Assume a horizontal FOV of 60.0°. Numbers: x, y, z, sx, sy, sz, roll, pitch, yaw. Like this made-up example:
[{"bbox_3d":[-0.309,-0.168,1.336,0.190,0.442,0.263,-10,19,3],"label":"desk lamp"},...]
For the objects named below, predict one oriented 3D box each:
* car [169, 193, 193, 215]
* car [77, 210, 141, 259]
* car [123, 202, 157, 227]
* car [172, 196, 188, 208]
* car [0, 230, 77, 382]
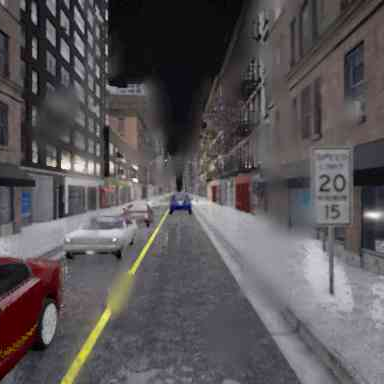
[{"bbox_3d":[-1.115,1.135,33.393,2.150,2.045,5.566,0,0,-1],"label":"car"},{"bbox_3d":[-3.269,1.586,12.645,1.895,1.301,4.718,0,0,-2],"label":"car"},{"bbox_3d":[-3.616,1.487,22.591,1.812,1.442,4.674,0,0,-2],"label":"car"},{"bbox_3d":[-1.618,1.346,47.235,2.128,1.511,4.902,0,0,-1],"label":"car"},{"bbox_3d":[-2.937,1.484,3.343,1.882,1.535,5.008,0,0,-2],"label":"car"}]
